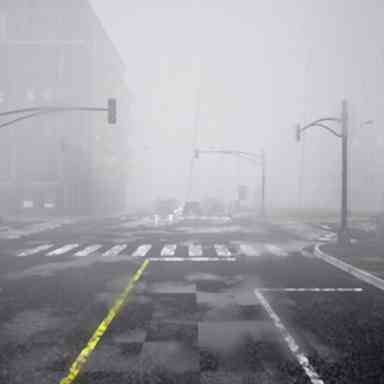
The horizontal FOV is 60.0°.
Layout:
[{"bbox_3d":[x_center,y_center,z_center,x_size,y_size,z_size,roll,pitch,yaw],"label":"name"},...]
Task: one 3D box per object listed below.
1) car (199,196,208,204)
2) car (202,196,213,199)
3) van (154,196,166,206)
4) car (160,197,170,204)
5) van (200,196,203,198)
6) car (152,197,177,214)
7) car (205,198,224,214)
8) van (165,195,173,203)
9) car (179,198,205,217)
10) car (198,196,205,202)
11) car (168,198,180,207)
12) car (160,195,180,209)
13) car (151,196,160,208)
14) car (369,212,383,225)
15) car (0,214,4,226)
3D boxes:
[{"bbox_3d":[2.613,1.803,77.304,1.967,1.590,4.097,-1,0,0],"label":"car"},{"bbox_3d":[2.623,1.661,43.429,1.967,1.590,4.097,-1,0,0],"label":"car"},{"bbox_3d":[-5.734,1.637,60.330,1.690,1.788,3.998,-1,0,0],"label":"van"},{"bbox_3d":[-5.737,1.886,71.620,1.887,1.381,4.507,-1,0,0],"label":"car"},{"bbox_3d":[2.616,1.613,54.721,1.690,1.788,3.998,-1,0,0],"label":"van"},{"bbox_3d":[-3.115,1.679,39.008,1.882,1.535,5.008,0,0,0],"label":"car"},{"bbox_3d":[2.627,1.740,37.783,1.887,1.381,4.507,-1,0,0],"label":"car"},{"bbox_3d":[-5.745,1.724,82.915,1.690,1.788,3.998,-1,0,0],"label":"van"},{"bbox_3d":[0.043,1.683,33.973,1.837,1.490,4.892,1,0,3],"label":"car"},{"bbox_3d":[2.635,1.861,94.242,1.967,1.590,4.097,-1,0,0],"label":"car"},{"bbox_3d":[-3.108,1.851,58.287,1.994,1.385,4.181,0,0,0],"label":"car"},{"bbox_3d":[-3.114,1.595,48.323,2.097,1.767,4.553,0,0,0],"label":"car"},{"bbox_3d":[-5.728,1.837,54.683,1.947,1.339,4.313,-1,0,0],"label":"car"},{"bbox_3d":[14.839,1.742,23.417,4.181,1.385,1.994,0,1,1],"label":"car"},{"bbox_3d":[-14.245,1.557,20.470,5.008,1.535,1.882,0,1,3],"label":"car"}]
